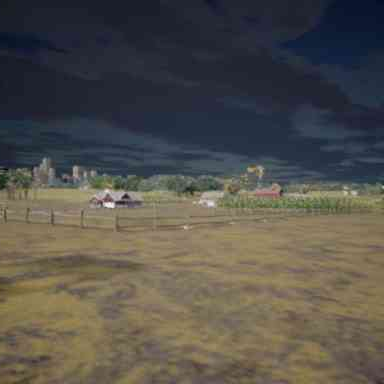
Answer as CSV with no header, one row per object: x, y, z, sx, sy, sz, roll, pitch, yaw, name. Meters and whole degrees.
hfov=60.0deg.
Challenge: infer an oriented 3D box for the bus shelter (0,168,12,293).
-6.204,0.846,7.835,3.880,2.740,1.920,0,0,36,bus shelter
